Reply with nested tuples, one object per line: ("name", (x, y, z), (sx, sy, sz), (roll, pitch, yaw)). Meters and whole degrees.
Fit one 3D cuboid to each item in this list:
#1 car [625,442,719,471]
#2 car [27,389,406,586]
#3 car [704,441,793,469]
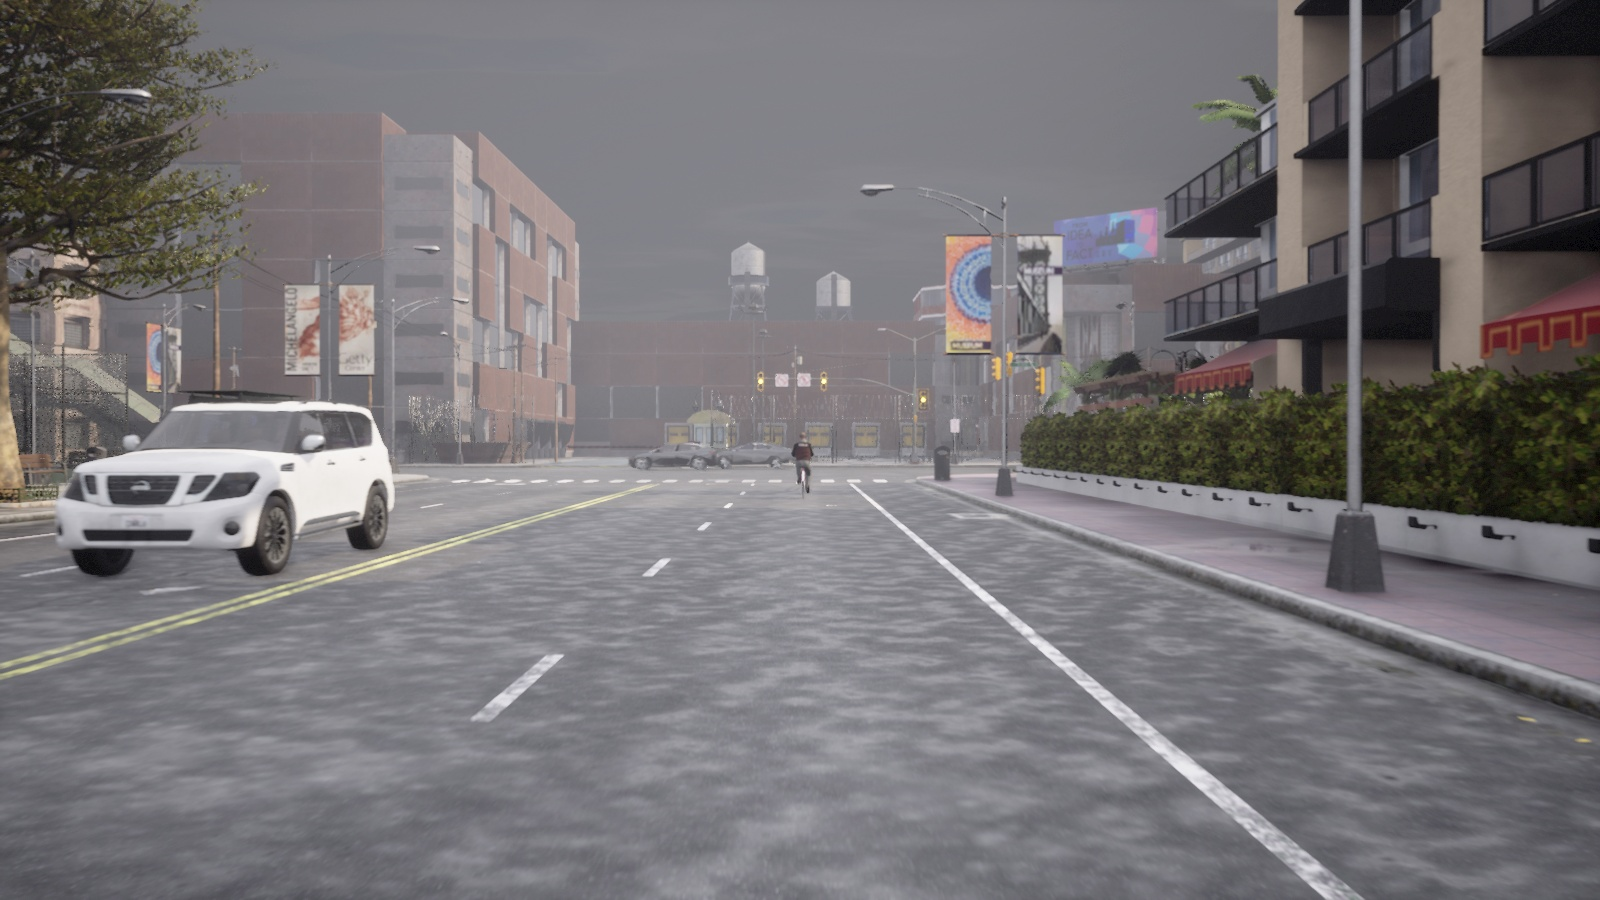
("car", (-6.796, 0.326, 67.003), (4.792, 1.488, 2.163), (0, 0, 0))
("car", (-6.947, 0.359, 15.864), (2.150, 2.045, 5.566), (0, 1, 1))
("car", (-2.844, 0.264, 70.467), (4.902, 1.511, 2.128), (0, 0, 0))
